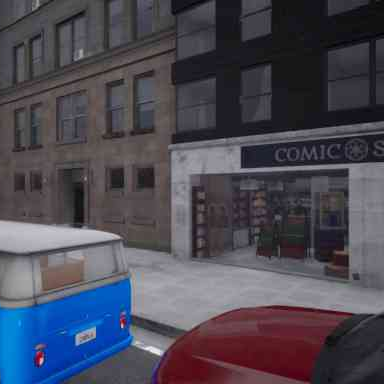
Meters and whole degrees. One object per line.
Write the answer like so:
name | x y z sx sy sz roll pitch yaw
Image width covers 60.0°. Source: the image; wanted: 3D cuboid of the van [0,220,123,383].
van | -2.665 1.341 4.718 3.998 1.788 1.690 0 0 36

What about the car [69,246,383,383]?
car | 1.955 1.315 1.415 5.009 1.841 2.192 0 0 36
